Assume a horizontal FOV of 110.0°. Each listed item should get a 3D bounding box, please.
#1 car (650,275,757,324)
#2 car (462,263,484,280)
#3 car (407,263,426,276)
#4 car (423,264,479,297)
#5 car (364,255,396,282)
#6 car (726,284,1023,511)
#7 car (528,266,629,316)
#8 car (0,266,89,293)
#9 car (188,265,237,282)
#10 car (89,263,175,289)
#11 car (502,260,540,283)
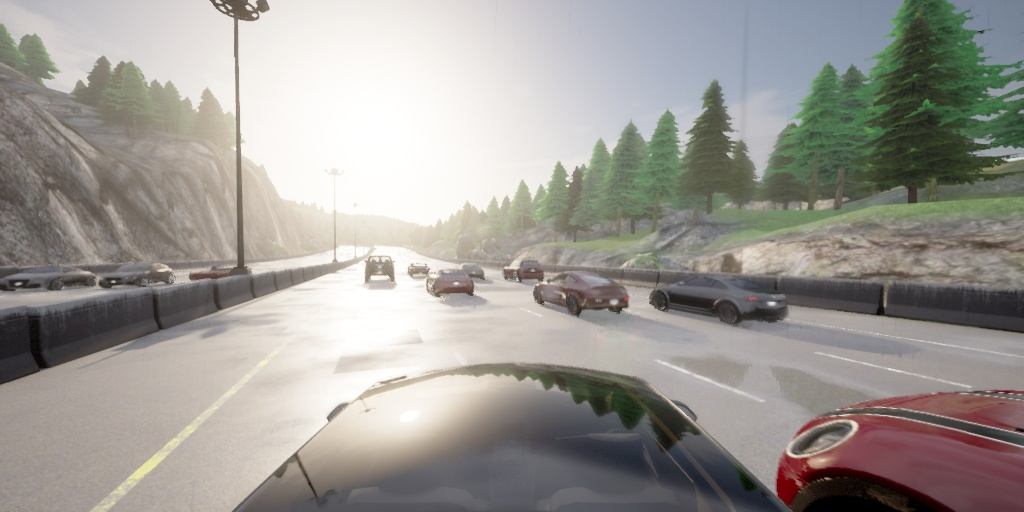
[{"bbox_3d":[6.613,1.310,11.945,1.994,1.385,4.181,0,0,-20],"label":"car"},{"bbox_3d":[-3.718,1.281,30.356,1.994,1.385,4.181,0,0,-20],"label":"car"},{"bbox_3d":[-9.314,1.306,35.582,1.895,1.301,4.718,0,0,-20],"label":"car"},{"bbox_3d":[-3.345,1.293,18.962,1.994,1.385,4.181,0,0,-20],"label":"car"},{"bbox_3d":[-10.663,0.930,28.980,2.150,2.045,5.566,0,0,-20],"label":"car"},{"bbox_3d":[3.230,1.106,0.655,2.097,1.767,4.553,0,0,-20],"label":"car"},{"bbox_3d":[2.405,1.266,13.343,1.812,1.442,4.674,0,0,-20],"label":"car"},{"bbox_3d":[-26.463,1.266,20.618,1.994,1.385,4.181,0,0,-20],"label":"car"},{"bbox_3d":[-20.748,1.304,25.416,1.895,1.301,4.718,0,0,-20],"label":"car"},{"bbox_3d":[-23.482,1.208,22.674,1.837,1.490,4.892,0,0,-20],"label":"car"},{"bbox_3d":[0.785,1.075,28.166,2.097,1.767,4.553,0,0,-20],"label":"car"}]
